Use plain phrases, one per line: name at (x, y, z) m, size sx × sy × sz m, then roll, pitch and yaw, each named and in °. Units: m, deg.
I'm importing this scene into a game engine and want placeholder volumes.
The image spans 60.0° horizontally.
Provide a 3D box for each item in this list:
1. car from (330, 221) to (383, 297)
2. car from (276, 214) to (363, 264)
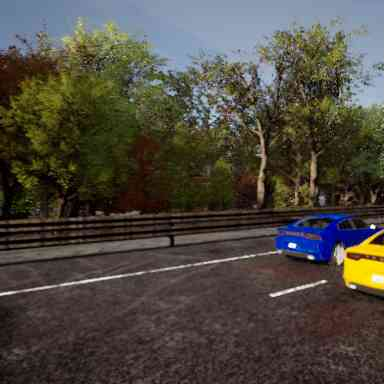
car at (5.558, 1.510, 7.762) m, size 5.008 × 1.535 × 1.882 m, roll 0°, pitch 0°, yaw -36°
car at (5.117, 1.518, 11.763) m, size 5.008 × 1.535 × 1.882 m, roll 0°, pitch 0°, yaw -36°
